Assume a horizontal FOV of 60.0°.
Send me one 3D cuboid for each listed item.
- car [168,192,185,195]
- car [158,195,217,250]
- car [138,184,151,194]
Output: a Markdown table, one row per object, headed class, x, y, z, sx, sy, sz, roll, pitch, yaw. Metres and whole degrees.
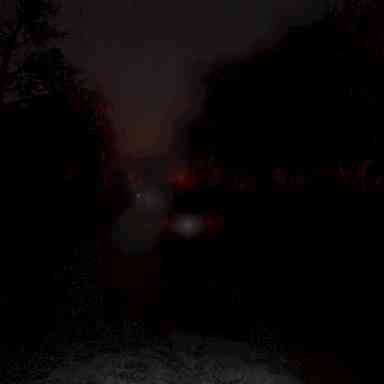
| class | x | y | z | sx | sy | sz | roll | pitch | yaw |
| --- | --- | --- | --- | --- | --- | --- | --- | --- | --- |
| car | -1.410 | 0.706 | 30.441 | 1.882 | 1.535 | 5.008 | 1 | 3 | -6 |
| car | -0.216 | 1.184 | 13.678 | 2.097 | 1.767 | 4.553 | 0 | 1 | -2 |
| car | -7.249 | -0.485 | 50.593 | 1.895 | 1.301 | 4.718 | 2 | 3 | -10 |
